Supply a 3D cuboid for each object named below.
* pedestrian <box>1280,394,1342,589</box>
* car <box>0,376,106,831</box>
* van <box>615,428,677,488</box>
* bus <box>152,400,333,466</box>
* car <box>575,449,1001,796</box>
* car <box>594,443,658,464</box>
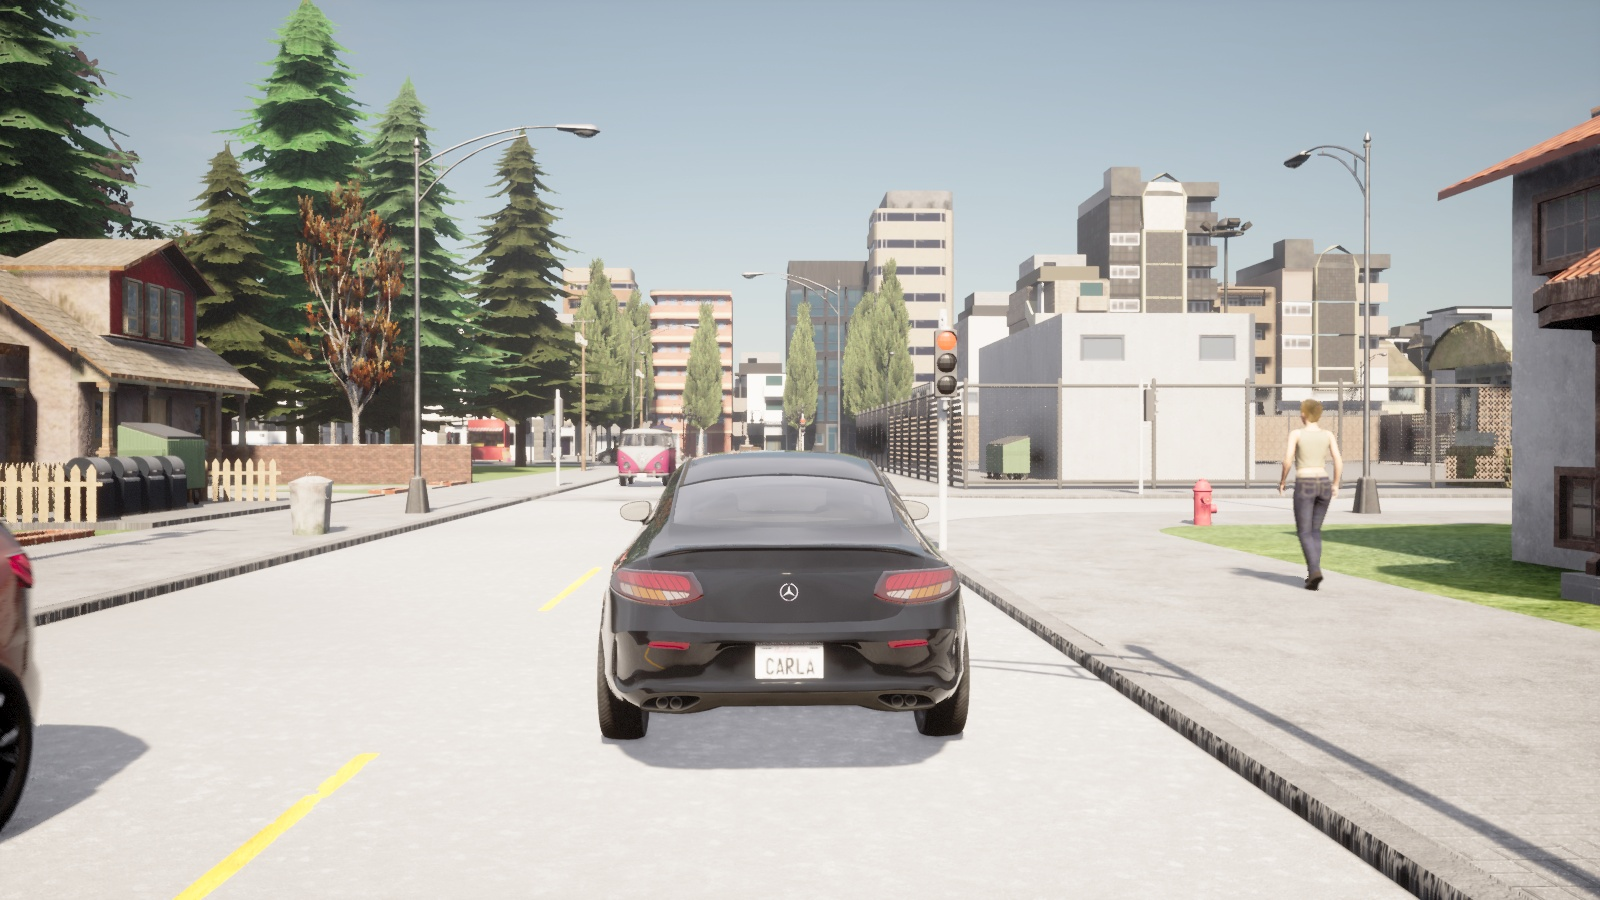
[{"bbox_3d":[4.918,0.392,12.099,0.345,1.836,0.594,0,0,-1],"label":"pedestrian"},{"bbox_3d":[-3.997,0.571,2.997,2.242,1.667,4.611,0,0,-2],"label":"car"},{"bbox_3d":[-5.347,0.247,43.995,1.775,1.987,4.442,0,0,-2],"label":"van"},{"bbox_3d":[-36.825,-1.130,83.327,10.273,4.253,3.944,0,0,-2],"label":"bus"},{"bbox_3d":[-0.142,0.729,7.674,1.812,1.442,4.674,0,0,-2],"label":"car"},{"bbox_3d":[-12.187,0.253,88.142,4.193,1.474,1.816,0,0,3],"label":"car"}]
